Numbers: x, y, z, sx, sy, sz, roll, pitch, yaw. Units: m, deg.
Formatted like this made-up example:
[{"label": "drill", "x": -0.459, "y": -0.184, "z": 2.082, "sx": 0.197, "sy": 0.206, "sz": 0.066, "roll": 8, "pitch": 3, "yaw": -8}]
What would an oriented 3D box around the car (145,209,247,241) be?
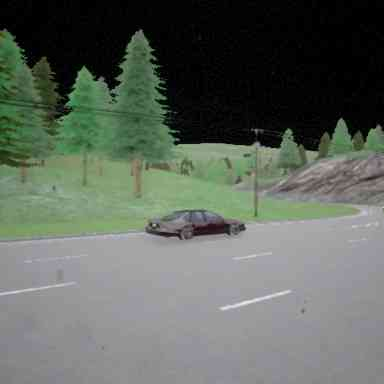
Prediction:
[{"label": "car", "x": 0.305, "y": 1.591, "z": 16.859, "sx": 5.357, "sy": 1.411, "sz": 2.033, "roll": 0, "pitch": 0, "yaw": -36}]
